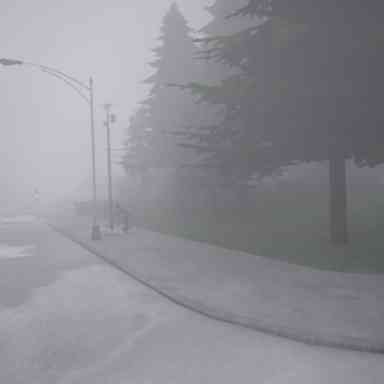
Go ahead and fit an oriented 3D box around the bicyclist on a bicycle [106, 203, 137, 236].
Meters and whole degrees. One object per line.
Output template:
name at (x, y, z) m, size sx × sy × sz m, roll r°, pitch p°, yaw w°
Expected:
bicyclist on a bicycle at (-3.565, 1.383, 16.780) m, size 1.656 × 1.620 × 0.582 m, roll -2°, pitch 0°, yaw -30°
